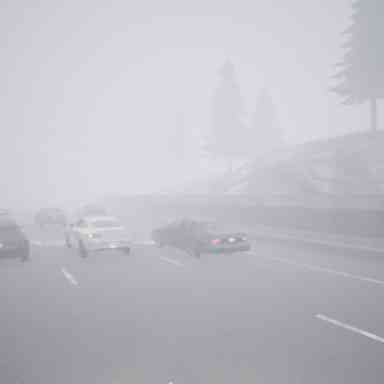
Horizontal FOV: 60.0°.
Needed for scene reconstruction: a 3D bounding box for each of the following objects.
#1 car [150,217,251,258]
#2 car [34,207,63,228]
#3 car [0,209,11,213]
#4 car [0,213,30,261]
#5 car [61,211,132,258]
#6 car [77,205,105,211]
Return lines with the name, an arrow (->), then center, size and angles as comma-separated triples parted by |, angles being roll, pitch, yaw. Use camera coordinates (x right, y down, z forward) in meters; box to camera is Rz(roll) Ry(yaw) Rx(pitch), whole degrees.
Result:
car -> 0.114, 1.732, 13.667 | 2.033, 1.411, 5.357 | 1, -1, -30
car -> -10.541, 1.833, 24.799 | 2.033, 1.411, 5.357 | 1, -1, -30
car -> -14.318, 1.863, 24.368 | 1.895, 1.301, 4.718 | 1, -1, -30
car -> -7.223, 1.699, 12.368 | 1.994, 1.385, 4.181 | 1, -1, -30
car -> -3.893, 1.692, 13.606 | 1.812, 1.442, 4.674 | 1, -1, -30
car -> -8.609, 1.849, 28.503 | 1.837, 1.490, 4.892 | 1, 0, -29
